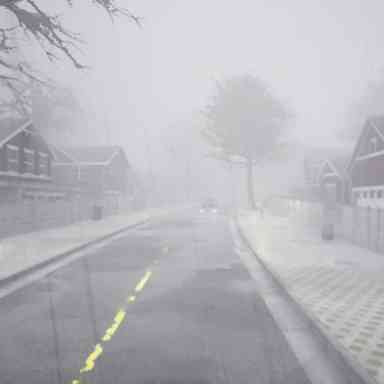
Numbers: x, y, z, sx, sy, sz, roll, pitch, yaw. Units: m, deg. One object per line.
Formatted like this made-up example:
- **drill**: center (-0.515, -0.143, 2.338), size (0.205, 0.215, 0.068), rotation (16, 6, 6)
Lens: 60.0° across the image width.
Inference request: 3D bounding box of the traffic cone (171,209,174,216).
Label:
- **traffic cone**: center (-1.816, 1.908, 30.679), size (0.340, 0.580, 0.340), rotation (0, 0, 7)

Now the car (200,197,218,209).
- **car**: center (2.312, 1.455, 43.819), size (1.837, 1.490, 4.892), rotation (0, 0, 11)

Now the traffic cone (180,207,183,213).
- **traffic cone**: center (-1.113, 1.906, 35.680), size (0.340, 0.580, 0.340), rotation (0, 0, 9)

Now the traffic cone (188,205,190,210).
- **traffic cone**: center (-0.307, 1.906, 40.668), size (0.340, 0.580, 0.340), rotation (0, 0, 10)

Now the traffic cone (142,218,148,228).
- **traffic cone**: center (-2.912, 1.918, 20.636), size (0.340, 0.580, 0.340), rotation (0, 0, 5)
